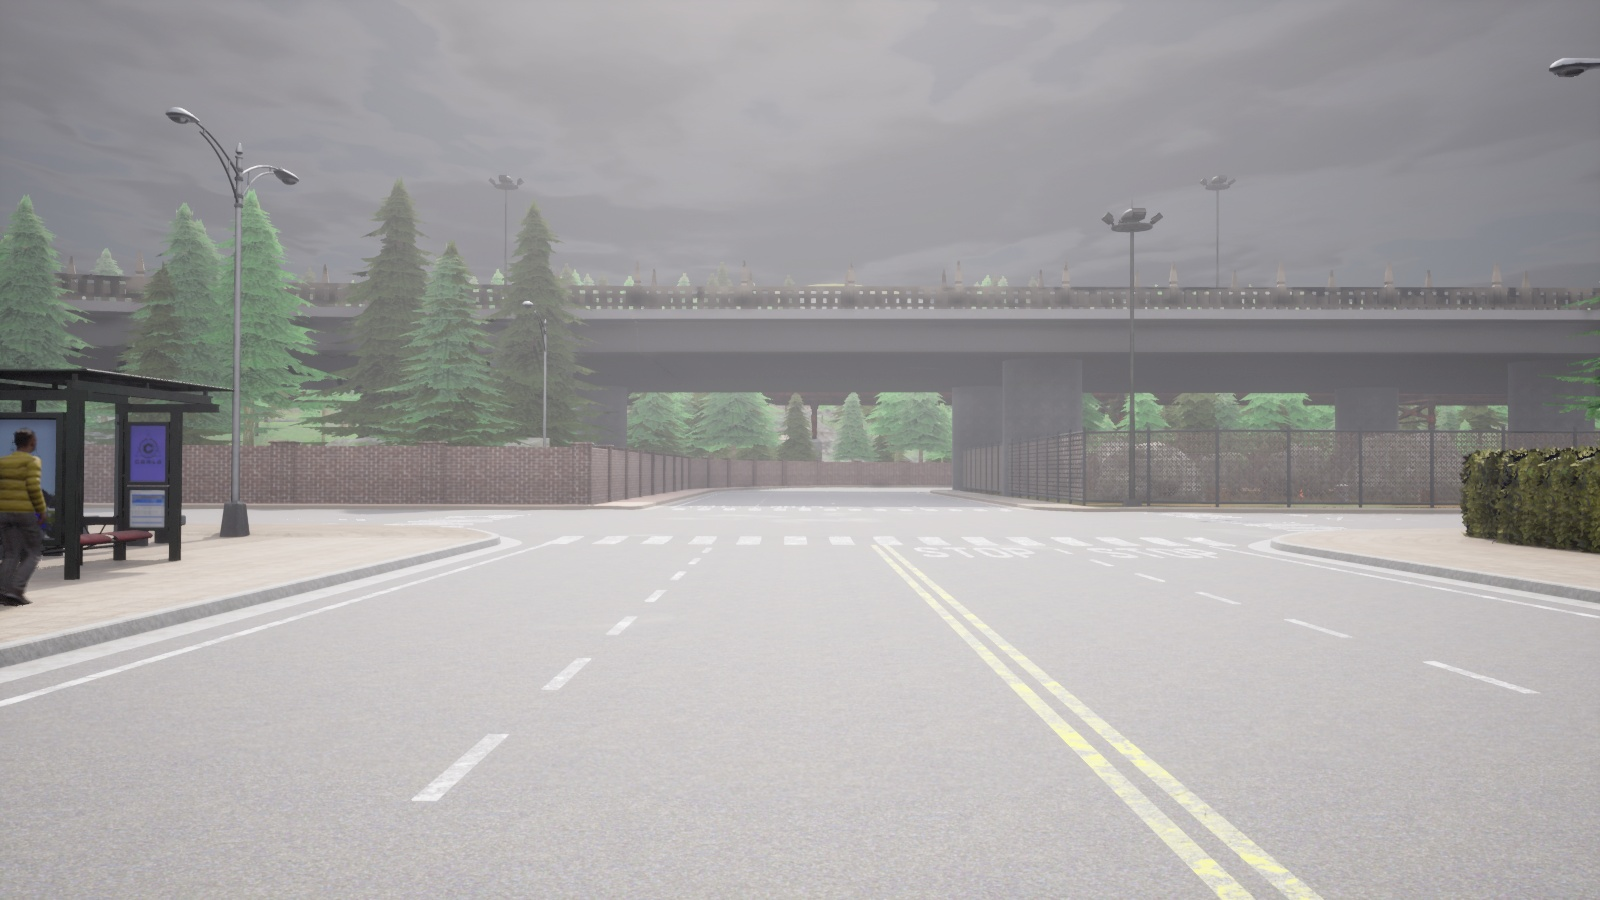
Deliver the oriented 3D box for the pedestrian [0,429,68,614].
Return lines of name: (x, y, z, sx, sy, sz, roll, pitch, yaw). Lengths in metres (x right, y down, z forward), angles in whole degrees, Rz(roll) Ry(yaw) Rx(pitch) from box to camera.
pedestrian: (-7.987, 0.722, 12.921, 0.431, 1.840, 0.709, 0, -1, 7)
